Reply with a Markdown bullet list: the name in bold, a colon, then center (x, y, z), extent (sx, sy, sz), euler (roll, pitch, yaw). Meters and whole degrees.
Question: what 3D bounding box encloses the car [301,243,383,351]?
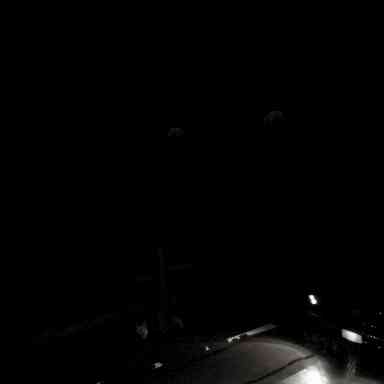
- **car**: center (4.313, 1.546, 6.005), extent (5.357, 1.411, 2.033), euler (0, 0, -35)
